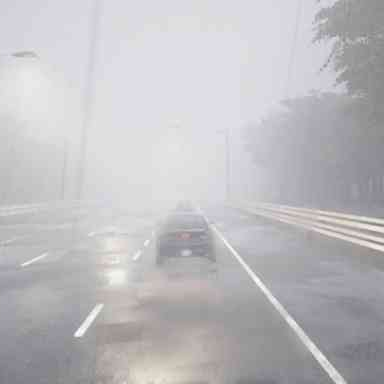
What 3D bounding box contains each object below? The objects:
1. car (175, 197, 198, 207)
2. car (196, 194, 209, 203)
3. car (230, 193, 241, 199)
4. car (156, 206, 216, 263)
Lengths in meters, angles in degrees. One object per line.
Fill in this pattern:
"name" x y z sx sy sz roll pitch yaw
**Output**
"car" -0.735 1.518 34.639 2.033 1.411 5.357 -1 0 -1
"car" 1.975 1.224 64.457 2.097 1.767 4.553 -1 0 15
"car" 11.134 0.983 86.539 2.097 1.767 4.553 -1 0 34
"car" -0.226 1.495 11.944 1.837 1.490 4.892 -1 0 -1
